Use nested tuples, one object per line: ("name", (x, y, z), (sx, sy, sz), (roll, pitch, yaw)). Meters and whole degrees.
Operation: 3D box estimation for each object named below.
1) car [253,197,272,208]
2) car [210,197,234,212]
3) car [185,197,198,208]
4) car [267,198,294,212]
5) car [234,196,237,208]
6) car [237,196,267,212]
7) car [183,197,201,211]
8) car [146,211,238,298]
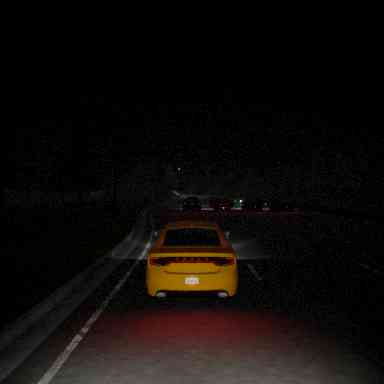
("car", (10.494, 1.526, 49.607), (1.812, 1.442, 4.674), (0, 0, 0))
("car", (3.495, 1.505, 39.187), (1.837, 1.490, 4.892), (0, 0, 0))
("car", (-0.006, 1.505, 49.606), (1.837, 1.490, 4.892), (0, 0, 0))
("car", (10.495, 1.478, 39.188), (1.882, 1.535, 5.008), (0, 0, 0))
("car", (6.994, 1.352, 49.577), (2.097, 1.767, 4.553), (0, 0, 0))
("car", (6.995, 1.491, 39.187), (2.128, 1.511, 4.902), (0, 0, 0))
("car", (-0.005, 1.352, 39.573), (2.097, 1.767, 4.553), (0, 0, 0))
("car", (-0.001, 1.478, 8.578), (1.882, 1.535, 5.008), (0, 0, 0))
